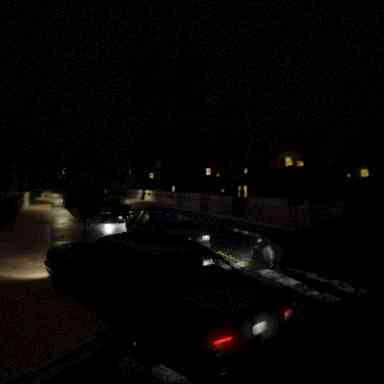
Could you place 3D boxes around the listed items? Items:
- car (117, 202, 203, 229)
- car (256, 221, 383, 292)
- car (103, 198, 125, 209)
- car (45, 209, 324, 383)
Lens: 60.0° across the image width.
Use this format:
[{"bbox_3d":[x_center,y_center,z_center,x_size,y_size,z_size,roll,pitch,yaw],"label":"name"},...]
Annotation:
[{"bbox_3d":[-1.180,1.338,12.811,2.033,1.411,5.357,0,1,-24],"label":"car"},{"bbox_3d":[3.782,1.498,9.064,1.994,1.385,4.181,-1,3,-45],"label":"car"},{"bbox_3d":[-5.414,1.106,22.776,2.033,1.411,5.357,0,1,-23],"label":"car"},{"bbox_3d":[-0.837,1.435,5.812,2.033,1.411,5.357,-1,6,-41],"label":"car"}]
